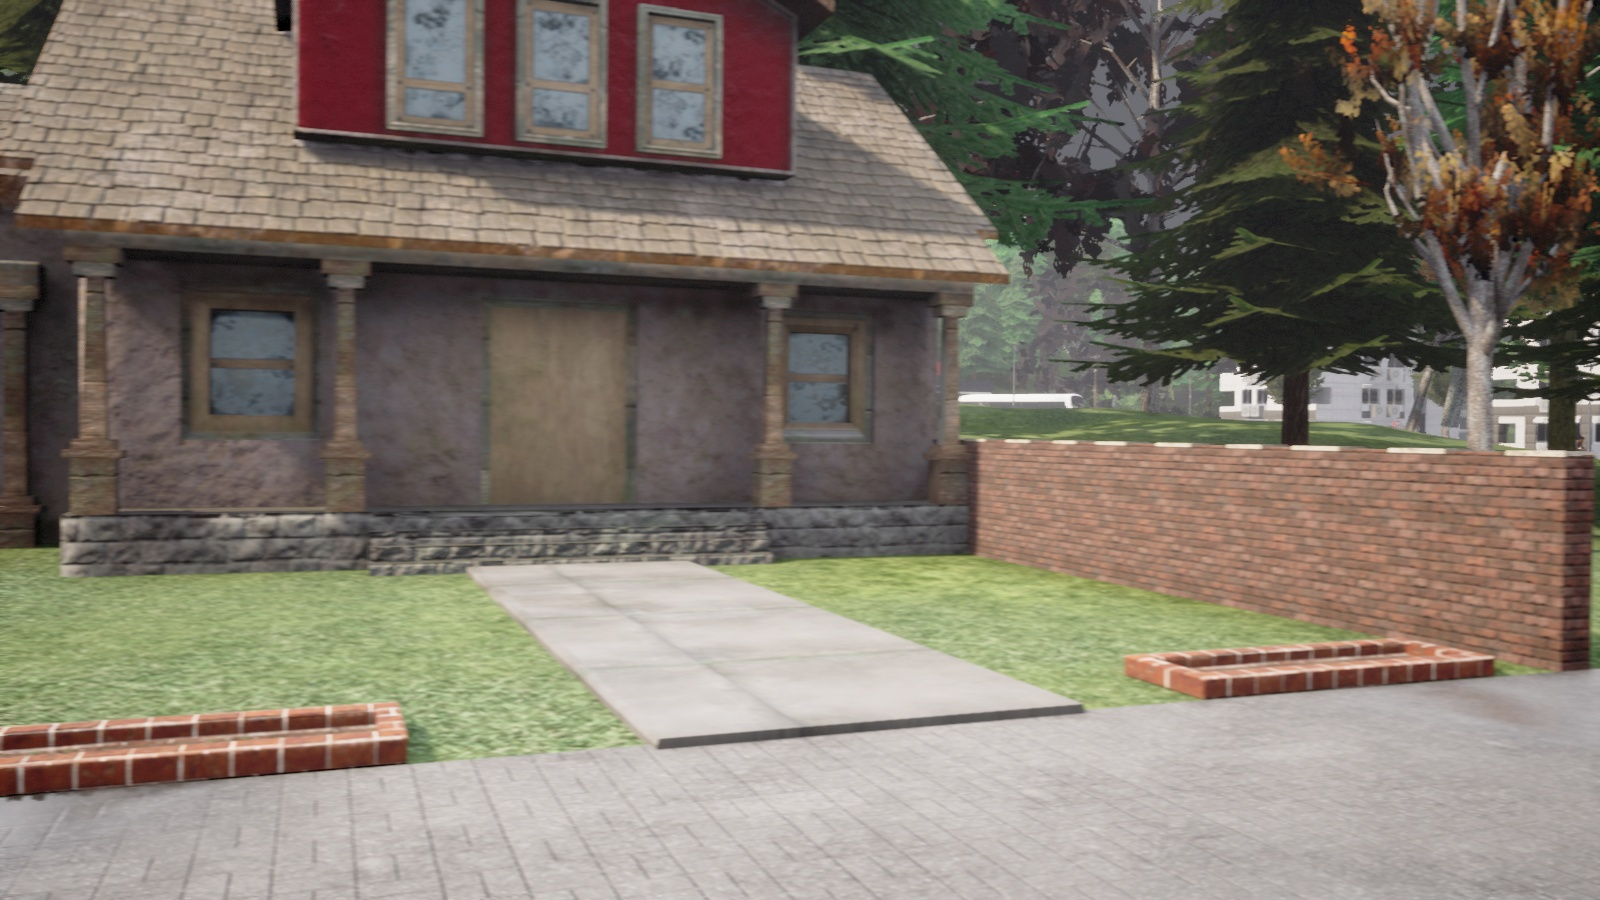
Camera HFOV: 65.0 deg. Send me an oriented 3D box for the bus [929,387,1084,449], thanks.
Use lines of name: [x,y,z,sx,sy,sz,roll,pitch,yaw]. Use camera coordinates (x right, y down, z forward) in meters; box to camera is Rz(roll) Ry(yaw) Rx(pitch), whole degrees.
bus: [14.813,-2.217,90.584,10.273,4.253,3.944,0,1,32]
